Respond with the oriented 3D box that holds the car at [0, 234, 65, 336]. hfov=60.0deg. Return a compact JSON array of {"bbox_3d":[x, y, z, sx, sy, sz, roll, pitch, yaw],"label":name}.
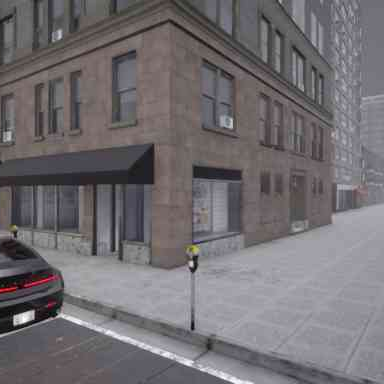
[{"bbox_3d":[-4.306,1.506,6.058,4.892,1.490,1.837,0,0,36],"label":"car"}]
